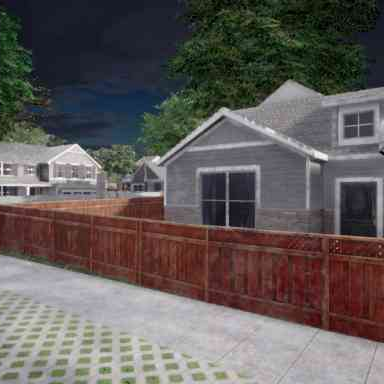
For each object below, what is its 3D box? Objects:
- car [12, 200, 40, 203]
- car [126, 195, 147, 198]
[{"bbox_3d":[-11.433,1.294,22.297,1.812,1.442,4.674,0,1,35],"label":"car"},{"bbox_3d":[-5.357,1.073,30.887,2.128,1.511,4.902,0,1,35],"label":"car"}]
